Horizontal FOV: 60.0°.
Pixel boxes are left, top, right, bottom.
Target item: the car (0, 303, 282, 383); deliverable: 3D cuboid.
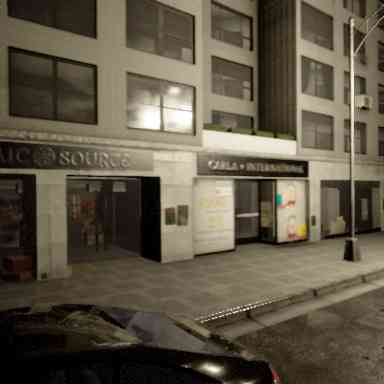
[{"bbox_3d":[-1.296,1.564,2.022,4.181,1.385,1.994,0,0,-36],"label":"car"}]
